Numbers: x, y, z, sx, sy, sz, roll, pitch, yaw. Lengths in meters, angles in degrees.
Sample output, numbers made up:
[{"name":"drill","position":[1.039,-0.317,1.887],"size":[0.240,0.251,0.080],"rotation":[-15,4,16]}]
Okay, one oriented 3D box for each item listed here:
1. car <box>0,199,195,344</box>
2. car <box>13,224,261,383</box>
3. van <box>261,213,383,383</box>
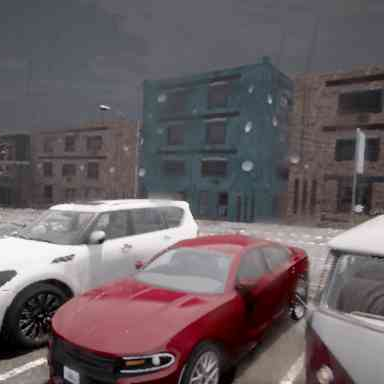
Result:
[{"name":"car","position":[-1.985,1.207,6.785],"size":[2.435,2.045,5.566],"rotation":[0,0,36]},{"name":"car","position":[0.315,1.469,5.183],"size":[2.097,1.535,5.008],"rotation":[0,0,36]},{"name":"van","position":[2.526,1.254,3.453],"size":[1.878,1.987,4.442],"rotation":[0,0,36]}]
